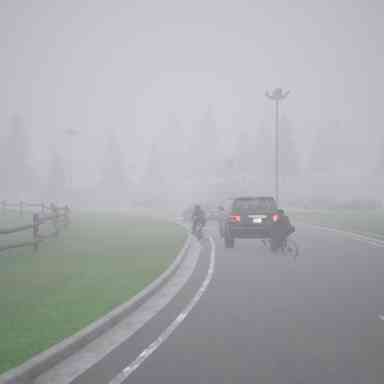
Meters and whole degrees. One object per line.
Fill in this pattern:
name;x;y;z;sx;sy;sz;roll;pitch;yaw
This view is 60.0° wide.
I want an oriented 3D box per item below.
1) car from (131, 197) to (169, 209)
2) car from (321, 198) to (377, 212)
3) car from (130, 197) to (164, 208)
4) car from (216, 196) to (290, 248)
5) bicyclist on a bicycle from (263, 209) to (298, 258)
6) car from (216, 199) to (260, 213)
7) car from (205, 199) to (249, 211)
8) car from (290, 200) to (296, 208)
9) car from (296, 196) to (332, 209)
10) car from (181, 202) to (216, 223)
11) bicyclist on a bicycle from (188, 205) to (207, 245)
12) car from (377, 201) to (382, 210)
car;-5.618;1.477;44.934;5.008;1.535;1.882;0;0;2
car;17.412;1.601;36.984;4.718;1.301;1.895;0;0;2
car;-6.511;1.526;48.472;4.674;1.442;1.812;0;0;2
car;2.452;1.200;14.886;2.150;2.045;5.566;-1;-1;1
bicyclist on a bicycle;3.151;1.454;11.753;0.582;1.620;1.656;0;10;-31
car;5.114;1.525;37.485;4.674;1.442;1.812;0;0;2
car;4.227;1.547;41.027;5.357;1.411;2.033;0;0;2
car;16.215;1.478;47.540;5.008;1.535;1.882;0;0;2
car;16.648;1.352;44.021;4.553;1.767;2.097;0;0;2
car;0.814;1.547;25.378;2.033;1.411;5.357;0;0;-20
bicyclist on a bicycle;0.249;1.404;14.331;0.582;1.620;1.656;8;-2;-28
car;20.371;1.492;40.364;4.902;1.511;2.128;0;0;2
